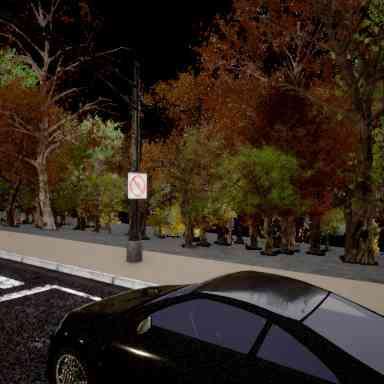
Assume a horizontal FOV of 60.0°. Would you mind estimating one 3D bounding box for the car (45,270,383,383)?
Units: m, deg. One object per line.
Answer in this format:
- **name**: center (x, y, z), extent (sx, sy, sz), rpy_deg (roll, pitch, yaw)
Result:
- **car**: center (0.374, 1.564, 3.420), extent (4.181, 1.385, 1.994), rpy_deg (0, 0, 36)
